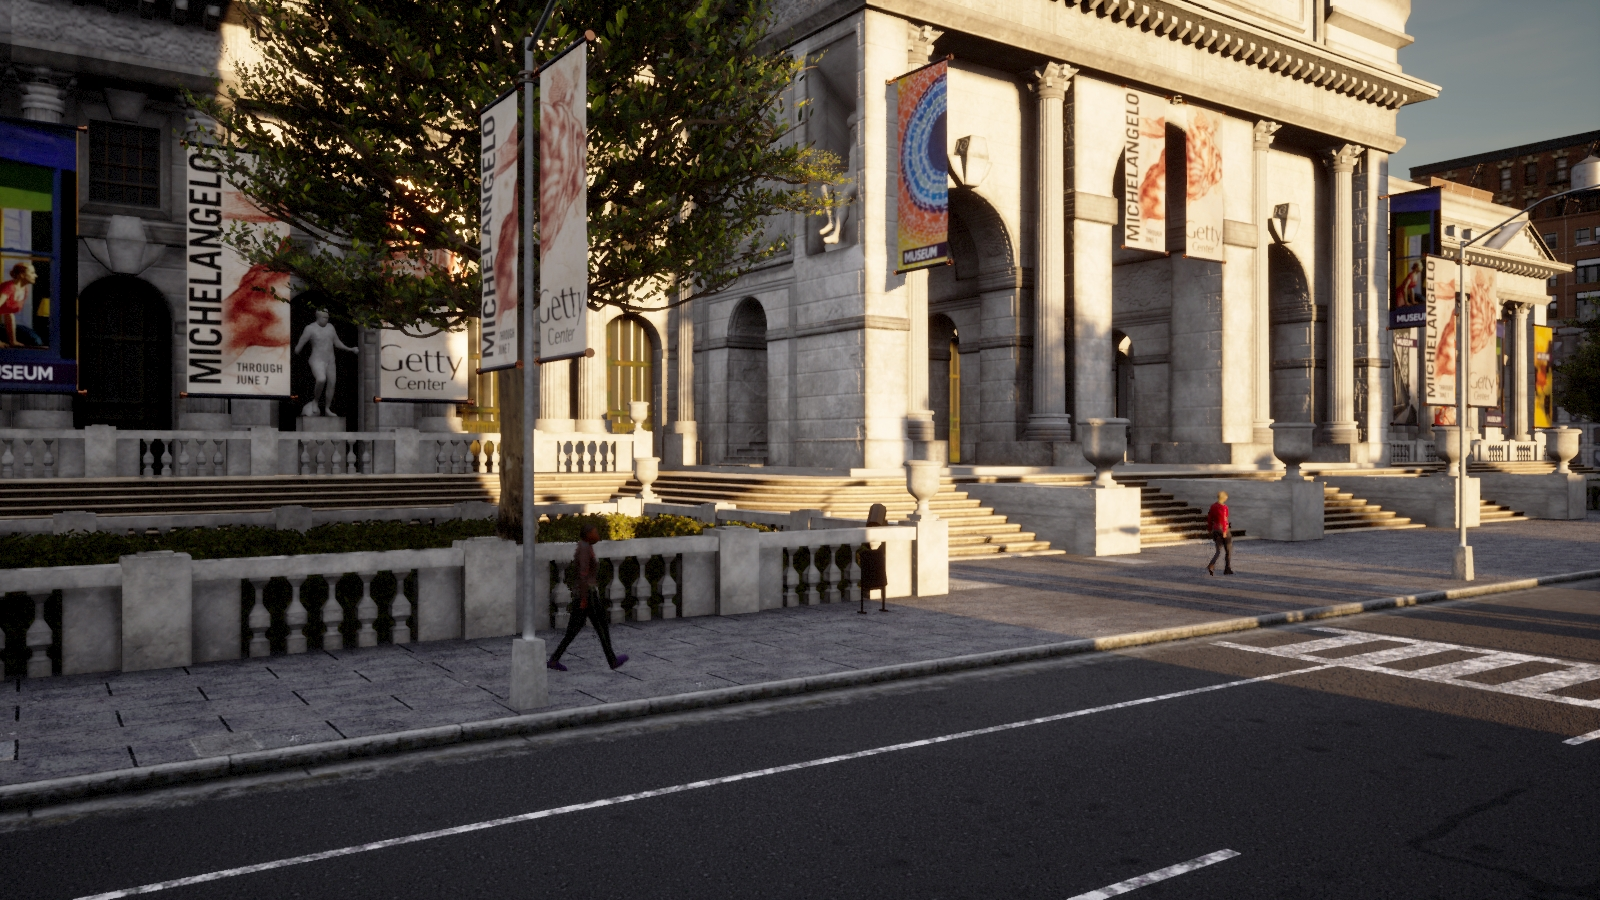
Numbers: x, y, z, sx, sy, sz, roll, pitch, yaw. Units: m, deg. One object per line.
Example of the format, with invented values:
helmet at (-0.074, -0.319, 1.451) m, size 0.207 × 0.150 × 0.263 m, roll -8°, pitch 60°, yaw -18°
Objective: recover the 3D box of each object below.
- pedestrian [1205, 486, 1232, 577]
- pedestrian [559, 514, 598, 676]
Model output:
pedestrian at (8.730, 1.696, 23.837) m, size 0.375 × 1.860 × 0.375 m, roll 0°, pitch 0°, yaw -31°
pedestrian at (-2.618, 1.696, 13.516) m, size 0.375 × 1.860 × 0.375 m, roll 0°, pitch 0°, yaw -24°
